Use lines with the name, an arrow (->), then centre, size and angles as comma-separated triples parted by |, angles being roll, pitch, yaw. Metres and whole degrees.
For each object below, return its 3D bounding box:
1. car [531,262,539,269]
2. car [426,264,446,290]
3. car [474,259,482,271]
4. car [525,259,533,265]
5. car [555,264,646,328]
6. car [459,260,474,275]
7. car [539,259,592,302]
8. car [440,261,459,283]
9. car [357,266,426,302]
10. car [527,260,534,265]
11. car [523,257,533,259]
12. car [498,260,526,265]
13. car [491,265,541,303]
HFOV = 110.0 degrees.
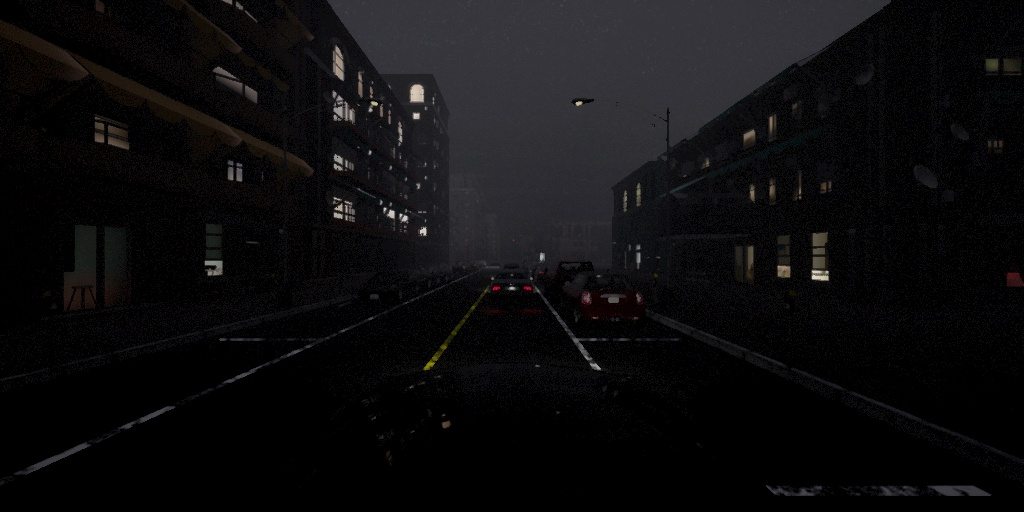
car -> 2.691, 1.337, 28.043 | 1.802, 1.307, 4.207 | 0, 0, 0
car -> -5.690, 1.302, 22.506 | 2.007, 1.370, 4.403 | 0, 0, 0
car -> -5.690, 1.224, 50.200 | 1.967, 1.591, 4.097 | 0, 0, 0
car -> 2.690, 1.319, 39.121 | 2.007, 1.370, 4.403 | 0, 0, 0
car -> 2.691, 1.189, 11.428 | 1.967, 1.591, 4.097 | 0, 0, 0
car -> -5.690, 1.208, 39.121 | 1.967, 1.591, 4.097 | 0, 0, 0
car -> 2.691, 1.064, 16.968 | 2.192, 1.841, 5.009 | 0, 0, 0
car -> -5.690, 1.306, 28.044 | 2.007, 1.370, 4.403 | 0, 0, 0
car -> -5.690, 1.316, 16.968 | 1.948, 1.339, 4.313 | 0, 0, 0
car -> 2.690, 1.327, 33.583 | 1.948, 1.339, 4.313 | 0, 0, 0
car -> 2.690, 1.317, 55.910 | 1.751, 1.417, 4.829 | 0, 0, 0
car -> 0.000, 1.276, 31.501 | 1.837, 1.490, 4.892 | 0, 0, 0
car -> 0.000, 1.314, 16.501 | 2.033, 1.411, 5.357 | 0, 0, 0
